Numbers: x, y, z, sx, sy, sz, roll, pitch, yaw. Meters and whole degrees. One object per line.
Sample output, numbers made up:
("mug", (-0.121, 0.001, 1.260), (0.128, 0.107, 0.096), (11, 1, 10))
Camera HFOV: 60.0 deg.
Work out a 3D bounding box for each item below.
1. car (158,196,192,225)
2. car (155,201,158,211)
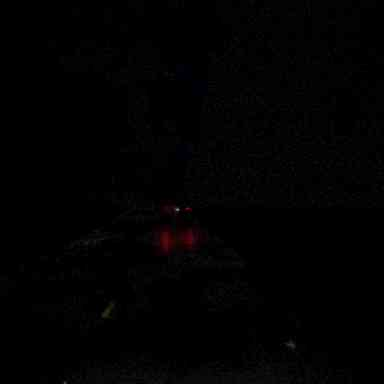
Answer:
("car", (-1.216, 1.265, 24.577), (2.150, 2.045, 5.566), (0, 0, -5))
("car", (-3.661, 1.577, 42.805), (1.882, 1.535, 5.008), (0, 0, -9))
